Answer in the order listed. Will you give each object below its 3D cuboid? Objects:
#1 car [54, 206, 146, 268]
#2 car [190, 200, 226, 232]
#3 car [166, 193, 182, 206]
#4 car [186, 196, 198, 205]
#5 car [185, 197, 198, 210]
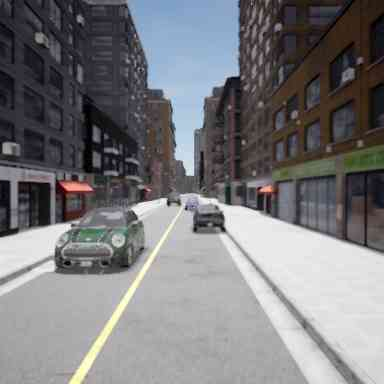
[{"bbox_3d":[-2.848,1.345,11.210,2.097,1.767,4.553,0,0,0],"label":"car"},{"bbox_3d":[0.960,1.489,20.143,1.837,1.490,4.892,0,0,0],"label":"car"},{"bbox_3d":[-2.812,1.149,52.288,2.150,2.045,5.566,0,0,0],"label":"car"},{"bbox_3d":[0.009,1.477,58.832,1.994,1.385,4.181,0,0,0],"label":"car"},{"bbox_3d":[0.046,1.494,42.343,2.033,1.411,5.357,0,0,1],"label":"car"}]
